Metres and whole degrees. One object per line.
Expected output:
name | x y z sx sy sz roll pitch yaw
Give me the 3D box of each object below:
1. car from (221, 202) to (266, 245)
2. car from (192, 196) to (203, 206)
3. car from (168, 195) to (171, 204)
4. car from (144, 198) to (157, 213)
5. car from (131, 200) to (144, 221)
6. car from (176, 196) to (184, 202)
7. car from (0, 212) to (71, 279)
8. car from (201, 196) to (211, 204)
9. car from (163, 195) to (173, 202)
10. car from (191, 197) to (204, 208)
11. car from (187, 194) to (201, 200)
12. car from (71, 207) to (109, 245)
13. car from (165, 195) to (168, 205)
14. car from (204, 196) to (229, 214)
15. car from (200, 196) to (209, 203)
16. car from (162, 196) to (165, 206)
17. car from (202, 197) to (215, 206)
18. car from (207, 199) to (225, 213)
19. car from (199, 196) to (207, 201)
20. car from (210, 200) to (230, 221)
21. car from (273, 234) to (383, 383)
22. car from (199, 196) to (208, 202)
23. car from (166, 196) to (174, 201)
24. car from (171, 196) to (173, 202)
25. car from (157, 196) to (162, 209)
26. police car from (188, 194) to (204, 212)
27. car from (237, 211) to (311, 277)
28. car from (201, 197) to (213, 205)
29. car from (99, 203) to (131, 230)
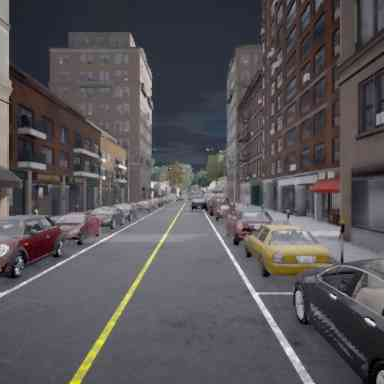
car | 2.638 1.439 15.356 1.967 1.590 4.097 0 0 0
car | 0.825 1.455 55.469 1.801 1.575 5.366 0 0 0
car | -5.387 1.551 59.499 2.008 1.369 4.403 0 0 0
car | -5.387 1.580 37.424 1.802 1.307 4.206 0 0 0
car | -5.387 1.549 26.386 2.008 1.369 4.403 0 0 0
car | -2.750 1.510 75.958 2.033 1.411 5.357 0 0 0
car | -5.387 1.439 9.830 1.967 1.590 4.097 0 0 0
car | 2.637 1.529 65.192 1.752 1.417 4.829 0 0 0
car | -5.388 1.452 76.056 1.967 1.590 4.097 0 0 0
car | 0.825 1.525 49.279 1.812 1.442 4.674 0 0 0
car | 0.629 1.340 90.455 1.882 1.535 5.008 0 0 27
car | -5.387 1.581 15.349 1.802 1.307 4.206 0 0 0
car | -5.387 1.565 53.981 1.947 1.339 4.313 0 0 0
car | 2.638 1.314 31.912 2.192 1.841 5.009 0 0 0
car | 2.637 1.552 70.540 1.887 1.381 4.507 0 0 0
car | -5.387 1.543 48.462 1.887 1.381 4.507 0 0 0
car | 2.638 1.581 53.985 1.802 1.307 4.206 0 0 0
car | 2.634 1.524 37.598 1.752 1.417 4.829 0 0 0
car | 2.638 1.582 81.576 1.947 1.339 4.313 0 0 0
car | 2.638 1.581 26.393 1.802 1.307 4.206 0 0 0
car | 2.638 1.550 4.320 2.008 1.369 4.403 0 0 0
car | 2.638 1.593 76.058 1.802 1.307 4.206 0 0 0
car | -5.388 1.598 81.575 1.802 1.307 4.206 0 0 0
car | -5.388 1.443 65.018 1.967 1.590 4.097 0 0 0
car | -5.387 1.549 42.943 2.008 1.369 4.403 0 0 0
police car | 0.825 1.424 39.389 1.930 1.638 5.238 0 0 0
car | 2.638 1.524 10.008 1.752 1.417 4.829 0 0 0
car | 2.638 1.582 59.503 1.802 1.307 4.206 0 0 0
car | -5.387 1.550 20.868 2.008 1.369 4.403 0 0 0
